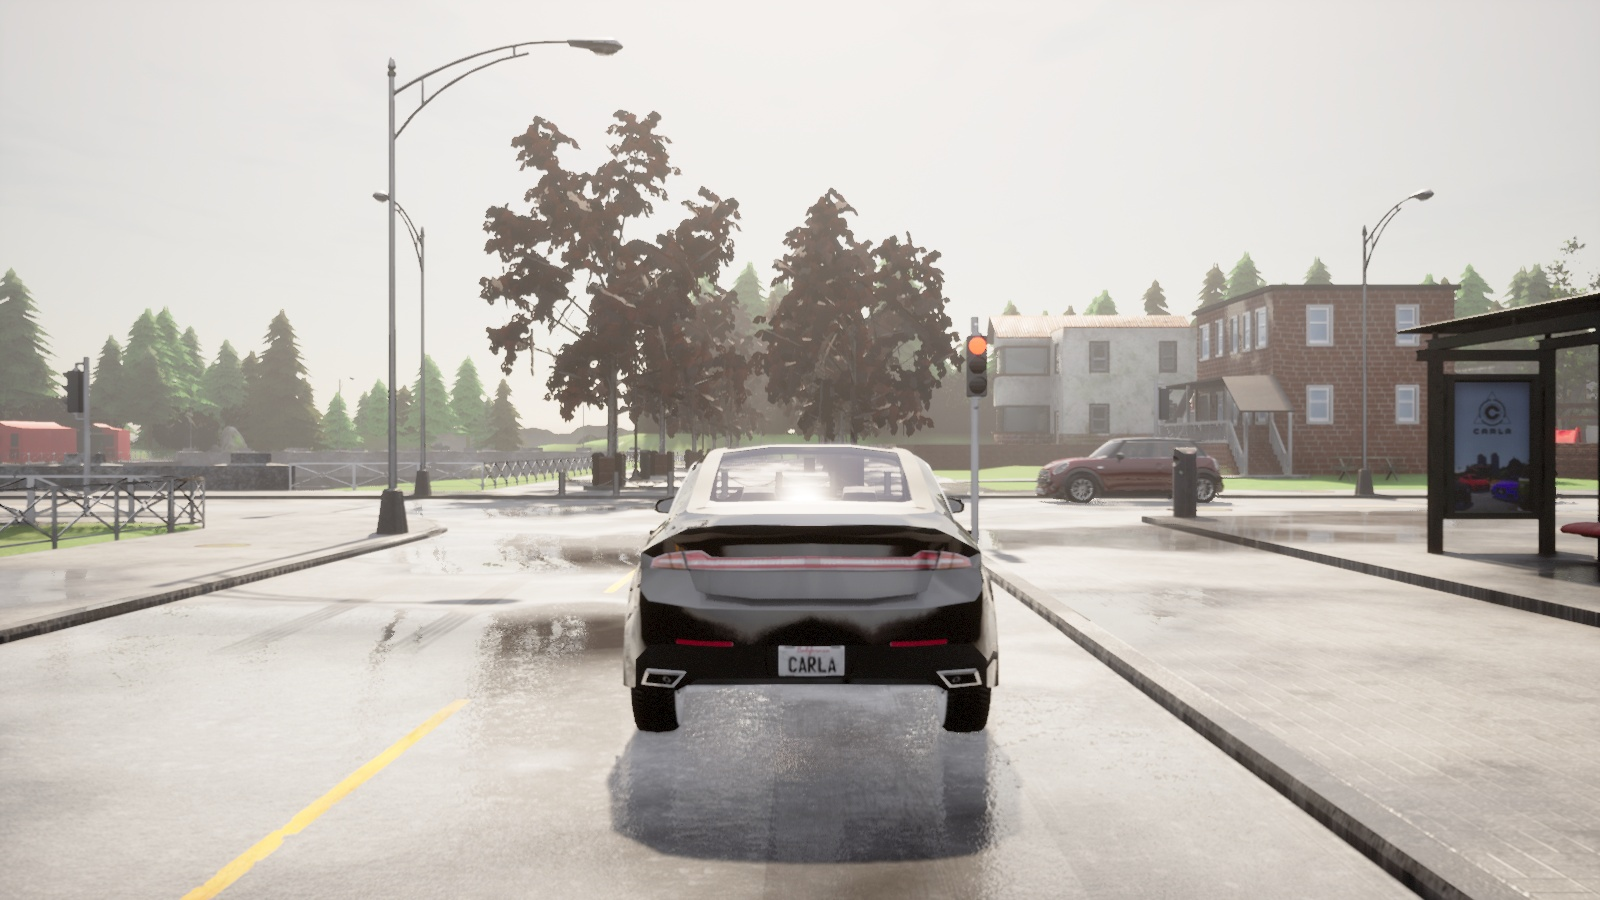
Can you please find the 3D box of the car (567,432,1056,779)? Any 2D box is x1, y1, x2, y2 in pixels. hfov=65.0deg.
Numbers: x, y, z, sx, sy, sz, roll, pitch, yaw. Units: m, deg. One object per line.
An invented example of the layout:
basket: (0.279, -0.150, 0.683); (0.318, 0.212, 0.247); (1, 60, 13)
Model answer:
car: (0.061, 0.666, 7.923); (2.128, 1.511, 4.902); (0, 0, 0)

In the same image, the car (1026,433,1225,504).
car: (8.299, 0.463, 32.292); (4.553, 1.767, 2.097); (0, 0, -1)

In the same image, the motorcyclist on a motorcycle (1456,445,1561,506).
motorcyclist on a motorcycle: (18.197, 0.648, 32.282); (2.191, 1.530, 0.866); (0, 0, 0)
